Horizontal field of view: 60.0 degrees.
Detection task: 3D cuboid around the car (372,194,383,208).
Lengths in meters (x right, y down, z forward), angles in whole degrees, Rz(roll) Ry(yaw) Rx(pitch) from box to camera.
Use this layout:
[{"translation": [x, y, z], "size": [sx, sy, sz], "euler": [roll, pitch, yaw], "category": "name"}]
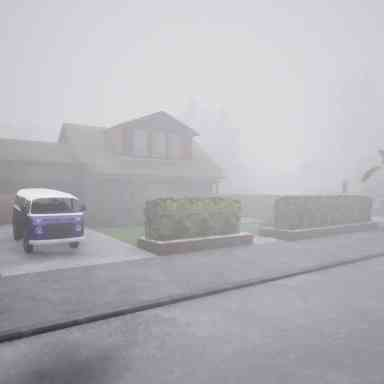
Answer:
[{"translation": [23.994, 0.986, 40.731], "size": [3.866, 1.878, 1.905], "euler": [0, 0, 0], "category": "car"}]
